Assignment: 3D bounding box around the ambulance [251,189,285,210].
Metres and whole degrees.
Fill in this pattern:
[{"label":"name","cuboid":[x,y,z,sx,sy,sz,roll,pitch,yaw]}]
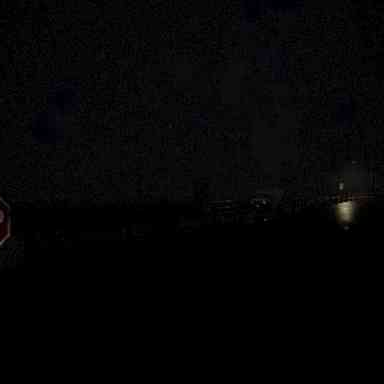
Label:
[{"label":"ambulance","cuboid":[9.430,0.900,41.196,2.351,2.431,6.366,1,2,35]}]
